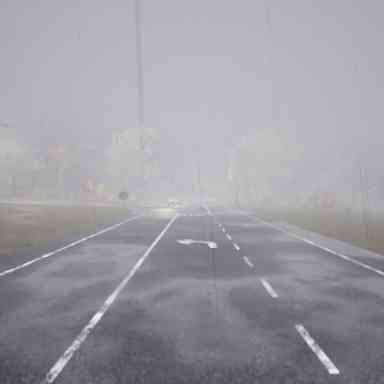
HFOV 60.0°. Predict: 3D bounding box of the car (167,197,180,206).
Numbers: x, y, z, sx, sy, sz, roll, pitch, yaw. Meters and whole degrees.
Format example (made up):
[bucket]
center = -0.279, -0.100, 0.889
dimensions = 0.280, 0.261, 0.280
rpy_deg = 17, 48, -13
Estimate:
[car]
center = -3.132, 1.540, 55.837
dimensions = 1.812, 1.442, 4.674
rpy_deg = 1, -1, 0
